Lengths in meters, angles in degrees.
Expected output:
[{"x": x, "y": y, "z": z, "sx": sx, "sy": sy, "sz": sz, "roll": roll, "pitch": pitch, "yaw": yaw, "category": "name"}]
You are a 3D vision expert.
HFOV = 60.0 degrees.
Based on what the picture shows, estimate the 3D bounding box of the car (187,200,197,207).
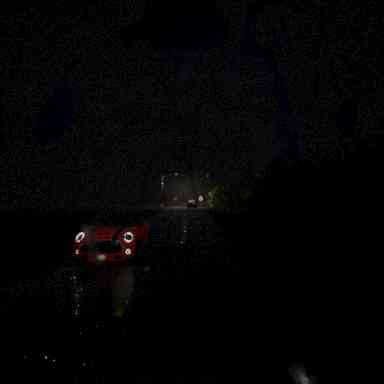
[{"x": -0.032, "y": 2.544, "z": 75.446, "sx": 2.033, "sy": 1.411, "sz": 5.357, "roll": 0, "pitch": -1, "yaw": 0, "category": "car"}]

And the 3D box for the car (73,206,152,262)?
[{"x": -2.817, "y": 1.473, "z": 12.620, "sx": 2.097, "sy": 1.767, "sz": 4.553, "roll": 0, "pitch": -1, "yaw": 0, "category": "car"}]

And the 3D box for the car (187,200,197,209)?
[{"x": -0.030, "y": 2.566, "z": 65.449, "sx": 1.994, "sy": 1.385, "sz": 4.181, "roll": 0, "pitch": -1, "yaw": 0, "category": "car"}]
